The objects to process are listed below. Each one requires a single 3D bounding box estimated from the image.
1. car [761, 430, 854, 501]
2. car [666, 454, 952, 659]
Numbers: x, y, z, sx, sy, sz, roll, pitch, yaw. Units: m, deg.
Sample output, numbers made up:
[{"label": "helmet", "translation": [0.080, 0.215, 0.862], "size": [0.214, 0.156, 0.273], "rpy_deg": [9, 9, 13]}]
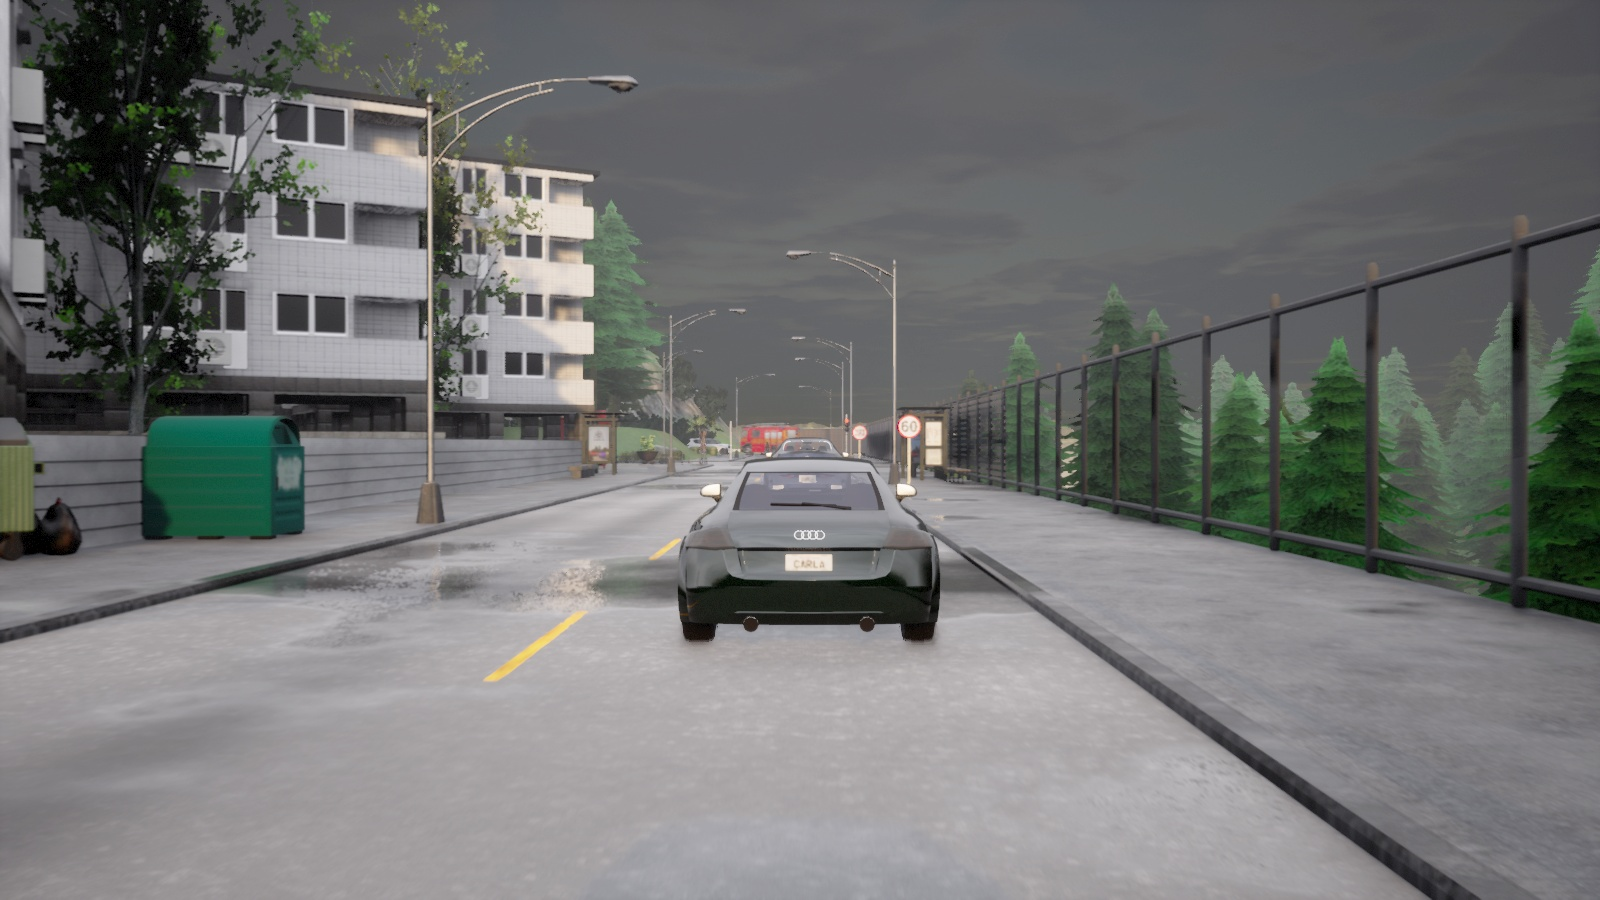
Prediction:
[{"label": "car", "translation": [0.185, 0.346, 31.752], "size": [2.152, 1.651, 5.027], "rpy_deg": [0, 0, 0]}, {"label": "car", "translation": [0.073, 0.749, 10.845], "size": [1.994, 1.385, 4.181], "rpy_deg": [0, 0, 0]}]
